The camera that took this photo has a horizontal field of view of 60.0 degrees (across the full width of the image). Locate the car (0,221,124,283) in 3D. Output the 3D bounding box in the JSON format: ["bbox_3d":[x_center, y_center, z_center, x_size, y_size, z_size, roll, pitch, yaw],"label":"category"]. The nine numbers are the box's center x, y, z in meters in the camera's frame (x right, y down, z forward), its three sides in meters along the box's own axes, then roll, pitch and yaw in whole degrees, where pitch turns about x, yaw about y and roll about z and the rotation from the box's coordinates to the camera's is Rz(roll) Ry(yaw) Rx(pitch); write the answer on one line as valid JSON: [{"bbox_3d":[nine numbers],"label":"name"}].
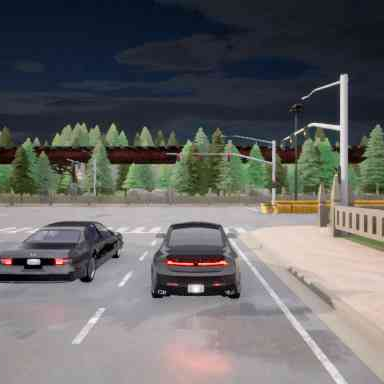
[{"bbox_3d":[-3.388,1.547,9.655,2.033,1.411,5.357,0,0,0],"label":"car"}]

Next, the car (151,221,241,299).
[{"bbox_3d":[0.099,1.505,8.466,1.837,1.490,4.892,0,0,1],"label":"car"}]
